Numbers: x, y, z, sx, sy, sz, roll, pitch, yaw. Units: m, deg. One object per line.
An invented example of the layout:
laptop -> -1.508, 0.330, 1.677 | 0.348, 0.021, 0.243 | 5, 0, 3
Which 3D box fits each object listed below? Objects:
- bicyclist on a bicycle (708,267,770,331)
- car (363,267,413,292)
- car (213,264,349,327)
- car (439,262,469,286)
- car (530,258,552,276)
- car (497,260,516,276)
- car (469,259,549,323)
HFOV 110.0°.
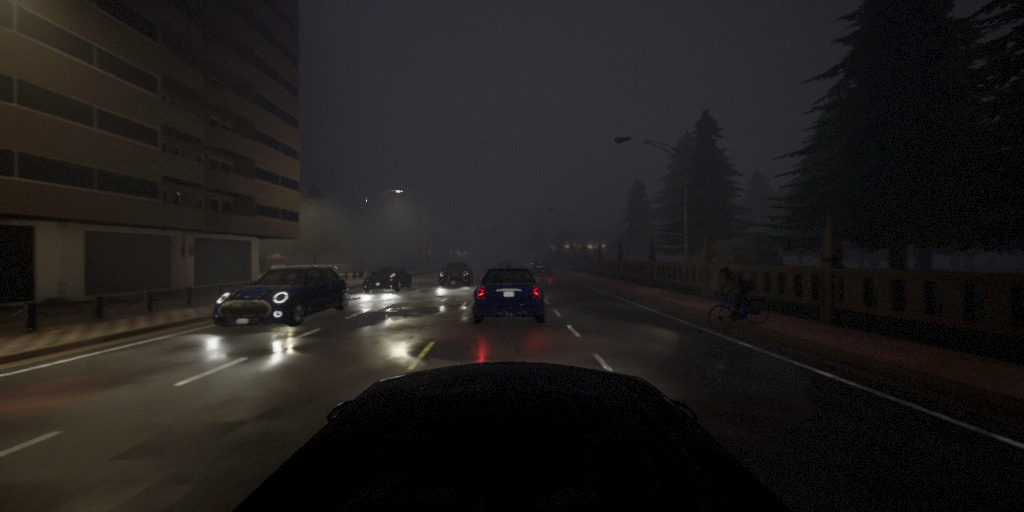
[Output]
bicyclist on a bicycle -> 5.795, 1.069, 9.292 | 1.656, 1.620, 0.582 | -10, 0, -1
car -> -7.475, 1.377, 21.867 | 1.994, 1.385, 4.181 | 0, 0, -1
car -> -7.276, 1.161, 11.863 | 2.097, 1.767, 4.553 | 0, 0, -1
car -> -3.968, 1.203, 26.125 | 2.097, 1.767, 4.553 | 0, 0, -1
car -> 2.919, 1.226, 36.557 | 2.128, 1.511, 4.902 | 0, 0, -1
car -> -0.632, 1.239, 39.038 | 1.882, 1.535, 5.008 | 0, 0, -1
car -> -0.115, 1.104, 12.271 | 2.097, 1.767, 4.553 | 0, 0, -1
